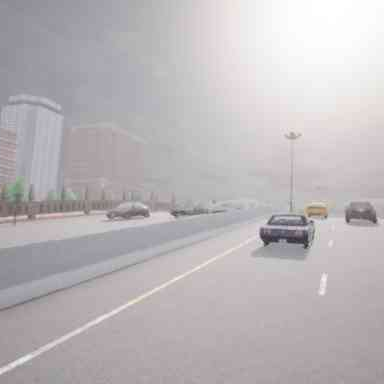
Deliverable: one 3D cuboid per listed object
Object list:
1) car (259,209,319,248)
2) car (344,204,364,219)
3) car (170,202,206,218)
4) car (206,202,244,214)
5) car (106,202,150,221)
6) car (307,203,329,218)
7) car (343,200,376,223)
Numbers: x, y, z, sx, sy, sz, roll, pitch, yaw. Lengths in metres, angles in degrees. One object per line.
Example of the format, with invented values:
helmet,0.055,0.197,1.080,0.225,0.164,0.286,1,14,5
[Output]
car,4.470,1.634,15.058,1.895,1.301,4.718,0,0,24
car,18.579,2.246,38.266,1.882,1.535,5.008,0,-4,24
car,-0.094,1.622,31.169,2.033,1.411,5.357,0,-1,24
car,3.417,1.644,30.451,2.033,1.411,5.357,0,-1,24
car,-5.256,1.549,28.159,1.812,1.442,4.674,0,0,24
car,12.708,1.823,33.653,1.882,1.535,5.008,0,-3,24
car,13.557,1.493,26.927,2.097,1.767,4.553,0,-1,24
